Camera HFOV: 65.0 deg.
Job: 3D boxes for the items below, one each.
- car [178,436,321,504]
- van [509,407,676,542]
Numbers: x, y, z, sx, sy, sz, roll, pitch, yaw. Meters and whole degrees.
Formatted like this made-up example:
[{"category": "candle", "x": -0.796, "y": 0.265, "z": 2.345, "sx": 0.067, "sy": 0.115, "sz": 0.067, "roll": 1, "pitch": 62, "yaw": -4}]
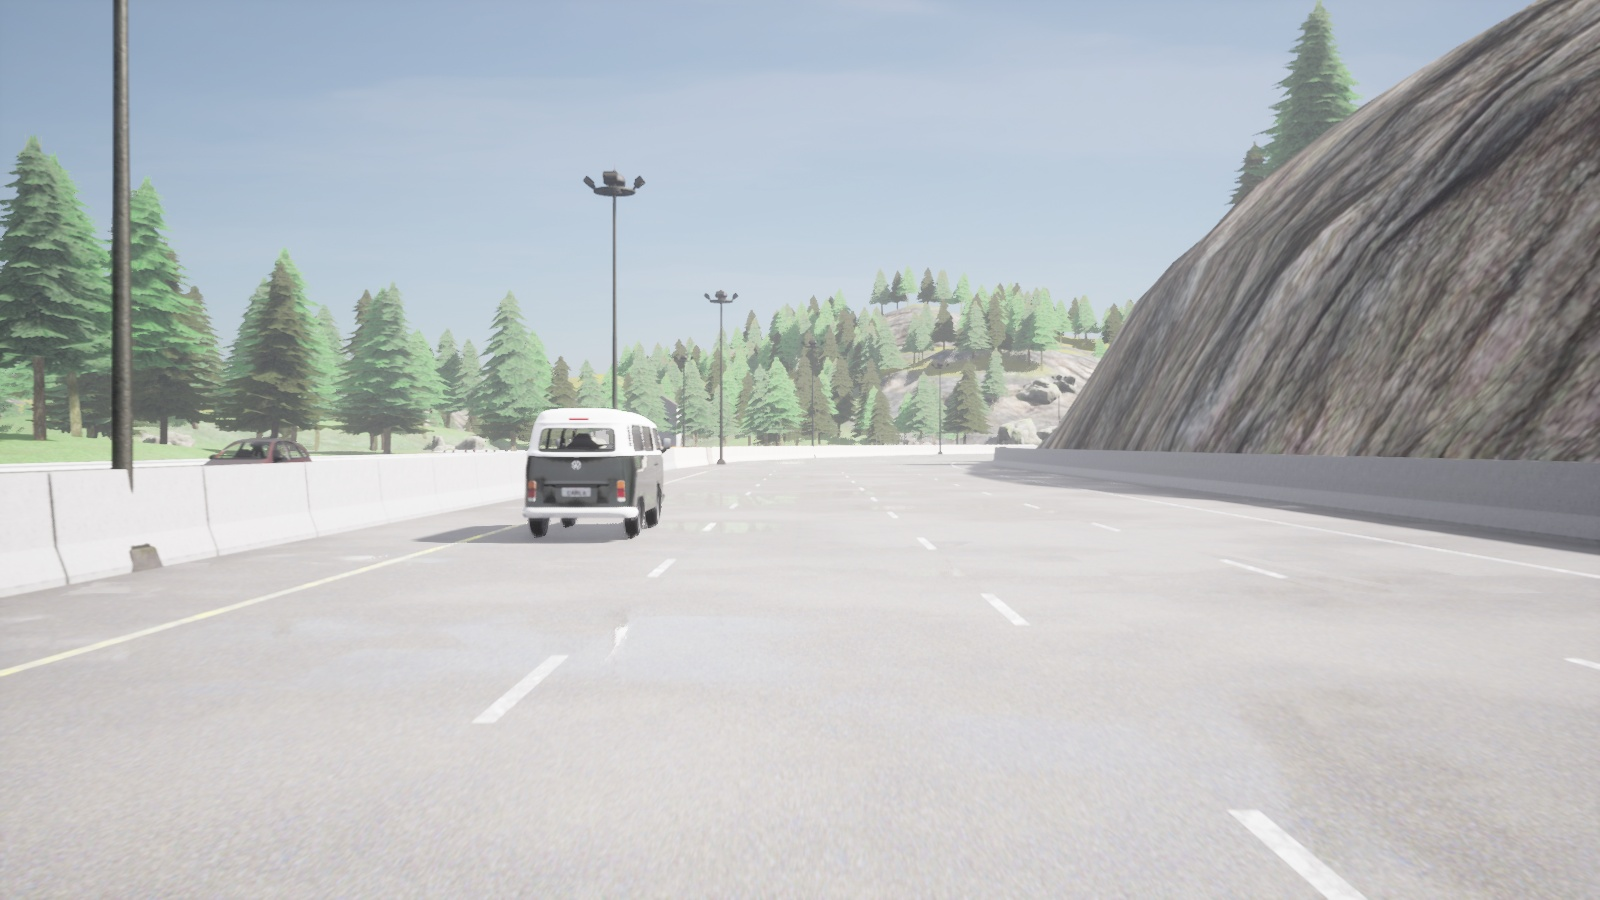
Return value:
[{"category": "car", "x": -13.804, "y": 0.455, "z": 31.743, "sx": 1.851, "sy": 1.617, "sz": 3.988, "roll": 0, "pitch": 0, "yaw": 0}, {"category": "van", "x": -3.364, "y": 0.349, "z": 21.271, "sx": 2.069, "sy": 2.038, "sz": 4.480, "roll": 0, "pitch": 1, "yaw": 0}]
